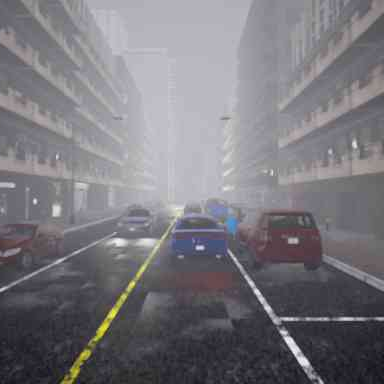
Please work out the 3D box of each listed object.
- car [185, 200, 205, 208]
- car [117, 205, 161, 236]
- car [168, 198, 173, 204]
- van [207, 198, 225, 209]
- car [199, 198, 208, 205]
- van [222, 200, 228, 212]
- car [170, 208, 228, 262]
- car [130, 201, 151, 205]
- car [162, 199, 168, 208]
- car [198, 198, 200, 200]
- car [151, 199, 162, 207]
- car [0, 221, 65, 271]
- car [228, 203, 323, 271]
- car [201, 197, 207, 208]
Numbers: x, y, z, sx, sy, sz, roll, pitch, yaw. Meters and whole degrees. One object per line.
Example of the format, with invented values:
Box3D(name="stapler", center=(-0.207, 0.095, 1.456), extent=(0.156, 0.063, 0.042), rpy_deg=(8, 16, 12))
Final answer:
Box3D(name="car", center=(0.108, 1.923, 37.388), extent=(1.895, 1.301, 4.718), rpy_deg=(0, 0, 0))
Box3D(name="car", center=(-3.096, 1.693, 19.542), extent=(1.812, 1.442, 4.674), rpy_deg=(0, 0, 0))
Box3D(name="car", center=(-5.668, 2.300, 85.109), extent=(2.008, 1.369, 4.403), rpy_deg=(0, -1, 0))
Box3D(name="van", center=(2.701, 1.633, 33.972), extent=(1.690, 1.788, 3.998), rpy_deg=(0, 0, 0))
Box3D(name="car", center=(2.711, 2.247, 79.428), extent=(2.008, 1.369, 4.403), rpy_deg=(0, -1, 0))
Box3D(name="van", center=(2.697, 1.486, 16.925), extent=(1.690, 1.788, 3.998), rpy_deg=(0, 0, 0))
Box3D(name="car", center=(0.170, 1.586, 12.700), extent=(1.882, 1.535, 5.008), rpy_deg=(0, 0, -2))
Box3D(name="car", center=(-5.680, 1.837, 33.970), extent=(1.887, 1.381, 4.507), rpy_deg=(0, 0, 0))
Box3D(name="car", center=(-5.675, 1.932, 56.699), extent=(1.967, 1.590, 4.097), rpy_deg=(0, -1, 0))
Box3D(name="car", center=(0.113, 2.107, 58.301), extent=(1.895, 1.301, 4.718), rpy_deg=(0, -1, 0))
Box3D(name="car", center=(-5.678, 1.942, 45.334), extent=(2.008, 1.369, 4.403), rpy_deg=(0, -1, 0))
Box3D(name="car", center=(-5.685, 1.678, 11.241), extent=(1.802, 1.307, 4.206), rpy_deg=(0, 0, 0))
Box3D(name="car", center=(2.696, 1.411, 11.243), extent=(2.192, 1.841, 5.009), rpy_deg=(0, 0, 0))
Box3D(name="car", center=(2.703, 1.706, 45.336), extent=(2.192, 1.841, 5.009), rpy_deg=(0, -1, 0))
